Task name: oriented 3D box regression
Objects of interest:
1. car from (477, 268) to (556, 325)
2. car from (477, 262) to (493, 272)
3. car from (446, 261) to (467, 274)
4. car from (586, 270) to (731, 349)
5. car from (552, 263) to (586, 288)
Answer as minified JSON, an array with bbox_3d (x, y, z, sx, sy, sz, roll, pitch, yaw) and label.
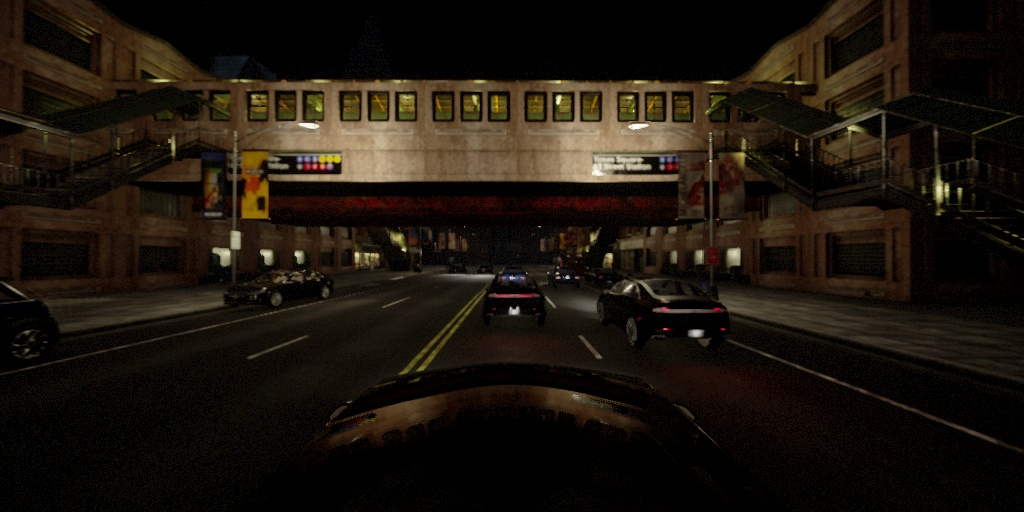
[{"bbox_3d":[0.073,1.315,12.090,2.128,1.511,4.902,0,0,0],"label":"car"},{"bbox_3d":[-3.461,1.561,46.630,2.128,1.511,4.902,0,0,0],"label":"car"},{"bbox_3d":[-6.962,1.631,46.216,1.994,1.385,4.181,0,0,0],"label":"car"},{"bbox_3d":[3.557,1.296,9.326,2.128,1.511,4.902,0,0,0],"label":"car"},{"bbox_3d":[3.627,1.468,25.615,2.033,1.411,5.357,0,0,1],"label":"car"}]
